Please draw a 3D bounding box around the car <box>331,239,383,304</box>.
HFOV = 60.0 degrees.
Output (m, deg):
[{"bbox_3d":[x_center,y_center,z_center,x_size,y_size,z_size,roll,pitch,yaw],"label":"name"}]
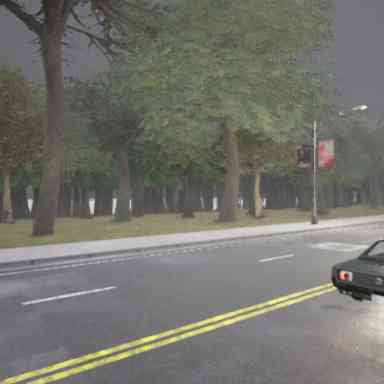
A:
[{"bbox_3d":[5.168,1.665,7.333,4.718,1.301,1.895,0,-1,-37],"label":"car"}]
